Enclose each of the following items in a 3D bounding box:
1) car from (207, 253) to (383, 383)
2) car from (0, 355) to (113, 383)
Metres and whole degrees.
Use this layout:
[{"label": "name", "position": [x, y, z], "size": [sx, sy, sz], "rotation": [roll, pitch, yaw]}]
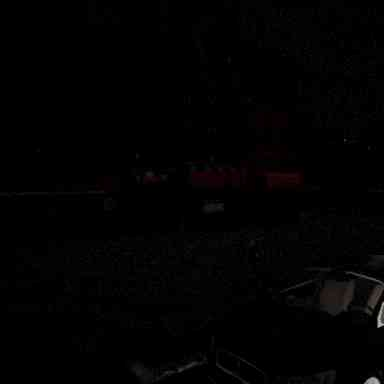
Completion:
[{"label": "car", "position": [2.189, 1.567, 4.398], "size": [4.403, 1.369, 2.008], "rotation": [0, -2, -35]}, {"label": "car", "position": [-2.247, 1.578, 1.228], "size": [4.206, 1.307, 1.802], "rotation": [0, -1, -35]}]
